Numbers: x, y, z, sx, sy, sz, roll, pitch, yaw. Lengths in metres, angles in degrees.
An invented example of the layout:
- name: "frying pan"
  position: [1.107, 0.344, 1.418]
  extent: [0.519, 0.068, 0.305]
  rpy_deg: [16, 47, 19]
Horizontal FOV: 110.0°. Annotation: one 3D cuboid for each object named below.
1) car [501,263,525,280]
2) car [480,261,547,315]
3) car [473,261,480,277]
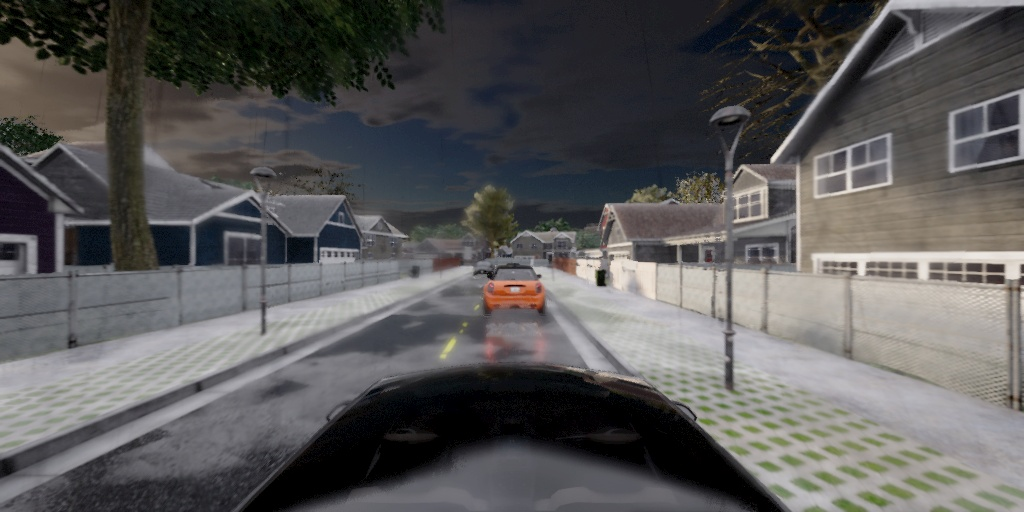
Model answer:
- name: "car"
  position: [0.106, 1.324, 31.764]
  extent: [1.994, 1.385, 4.181]
  rpy_deg: [0, 0, 0]
- name: "car"
  position: [0.102, 1.106, 13.715]
  extent: [2.097, 1.767, 4.553]
  rpy_deg: [0, 0, 0]
- name: "car"
  position: [-2.835, 1.267, 36.593]
  extent: [1.837, 1.490, 4.892]
  rpy_deg: [0, 0, 0]
